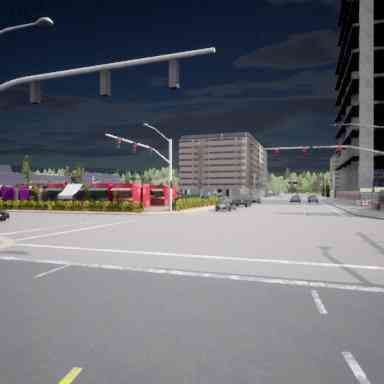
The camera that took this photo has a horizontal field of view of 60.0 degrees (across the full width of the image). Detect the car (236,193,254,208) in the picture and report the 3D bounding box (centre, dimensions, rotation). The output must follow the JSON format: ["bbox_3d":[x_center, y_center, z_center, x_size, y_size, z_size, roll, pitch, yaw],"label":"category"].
[{"bbox_3d":[7.485,1.222,49.780,2.150,2.045,5.566,0,0,18],"label":"car"}]

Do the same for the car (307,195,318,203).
[{"bbox_3d":[24.729,1.541,67.801,2.033,1.411,5.357,0,0,19],"label":"car"}]

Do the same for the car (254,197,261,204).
[{"bbox_3d":[12.005,1.564,63.111,1.994,1.385,4.181,0,0,19],"label":"car"}]

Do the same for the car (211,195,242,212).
[{"bbox_3d":[4.116,1.491,39.756,2.128,1.511,4.902,0,0,19],"label":"car"}]

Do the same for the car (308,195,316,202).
[{"bbox_3d":[28.018,1.524,77.657,1.812,1.442,4.674,0,0,19],"label":"car"}]

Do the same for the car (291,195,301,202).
[{"bbox_3d":[24.596,1.539,78.461,2.033,1.411,5.357,0,0,19],"label":"car"}]

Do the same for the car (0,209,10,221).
[{"bbox_3d":[-16.477,1.619,26.074,4.181,1.385,1.994,0,0,19],"label":"car"}]

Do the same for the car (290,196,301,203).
[{"bbox_3d":[21.519,1.554,69.236,1.994,1.385,4.181,0,0,19],"label":"car"}]
